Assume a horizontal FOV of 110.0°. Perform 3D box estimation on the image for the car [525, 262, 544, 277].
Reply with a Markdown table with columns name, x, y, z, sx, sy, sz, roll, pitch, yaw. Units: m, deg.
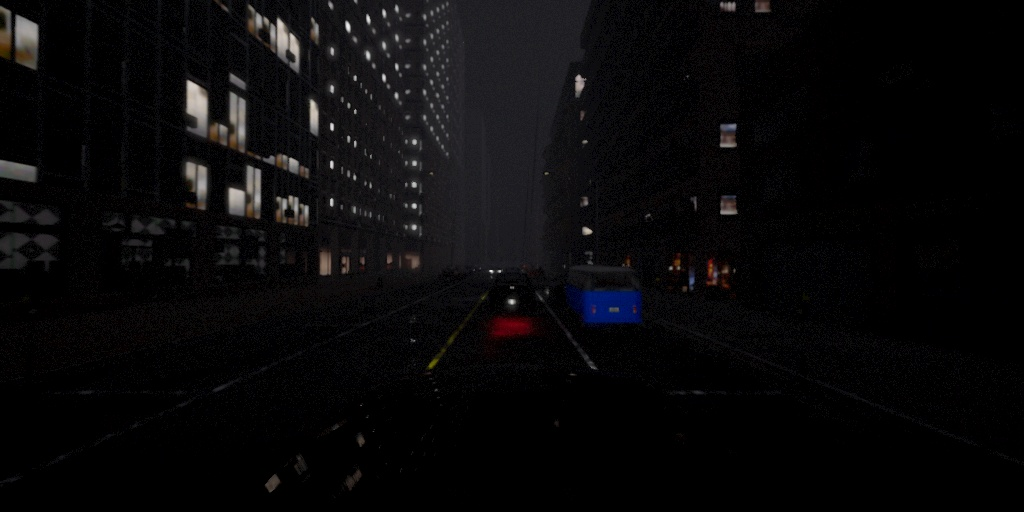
| name | x | y | z | sx | sy | sz | roll | pitch | yaw |
| --- | --- | --- | --- | --- | --- | --- | --- | --- | --- |
| car | 2.679 | 1.703 | 39.510 | 1.888 | 1.381 | 4.507 | 0 | 0 | 0 |

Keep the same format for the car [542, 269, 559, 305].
| name | x | y | z | sx | sy | sz | roll | pitch | yaw |
| --- | --- | --- | --- | --- | --- | --- | --- | --- | --- |
| car | 2.686 | 1.480 | 16.917 | 1.948 | 1.339 | 4.313 | 0 | 0 | 0 |

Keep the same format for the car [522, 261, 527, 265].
| name | x | y | z | sx | sy | sz | roll | pitch | yaw |
| --- | --- | --- | --- | --- | --- | --- | --- | --- | --- |
| car | 2.675 | 1.807 | 50.977 | 1.751 | 1.417 | 4.829 | 0 | 0 | 0 |

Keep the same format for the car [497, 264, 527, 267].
| name | x | y | z | sx | sy | sz | roll | pitch | yaw |
| --- | --- | --- | --- | --- | --- | --- | --- | --- | --- |
| car | 0.013 | 1.624 | 30.351 | 1.994 | 1.385 | 4.181 | 0 | -1 | 1 |

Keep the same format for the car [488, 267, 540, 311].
| name | x | y | z | sx | sy | sz | roll | pitch | yaw |
| --- | --- | --- | --- | --- | --- | --- | --- | --- | --- |
| car | 0.018 | 1.404 | 15.339 | 1.837 | 1.490 | 4.892 | 0 | 0 | 0 |

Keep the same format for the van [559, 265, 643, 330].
| name | x | y | z | sx | sy | sz | roll | pitch | yaw |
| --- | --- | --- | --- | --- | --- | --- | --- | --- | --- |
| van | 2.687 | 1.194 | 11.269 | 1.690 | 1.789 | 3.998 | 0 | 0 | 0 |

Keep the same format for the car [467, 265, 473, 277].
| name | x | y | z | sx | sy | sz | roll | pitch | yaw |
| --- | --- | --- | --- | --- | --- | --- | --- | --- | --- |
| car | -5.701 | 1.740 | 39.508 | 1.802 | 1.307 | 4.207 | 0 | 0 | 0 |

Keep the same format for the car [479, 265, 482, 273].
| name | x | y | z | sx | sy | sz | roll | pitch | yaw |
| --- | --- | --- | --- | --- | --- | --- | --- | --- | --- |
| car | -5.706 | 1.926 | 56.453 | 1.802 | 1.307 | 4.207 | 0 | 0 | 0 |

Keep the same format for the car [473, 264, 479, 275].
| name | x | y | z | sx | sy | sz | roll | pitch | yaw |
| --- | --- | --- | --- | --- | --- | --- | --- | --- | --- |
| car | -5.704 | 1.785 | 45.157 | 1.948 | 1.339 | 4.313 | 0 | 0 | 0 |

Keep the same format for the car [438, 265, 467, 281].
| name | x | y | z | sx | sy | sz | roll | pitch | yaw |
| --- | --- | --- | --- | --- | --- | --- | --- | --- | --- |
| car | -5.700 | 1.537 | 33.860 | 1.967 | 1.591 | 4.097 | 0 | 0 | 0 |
